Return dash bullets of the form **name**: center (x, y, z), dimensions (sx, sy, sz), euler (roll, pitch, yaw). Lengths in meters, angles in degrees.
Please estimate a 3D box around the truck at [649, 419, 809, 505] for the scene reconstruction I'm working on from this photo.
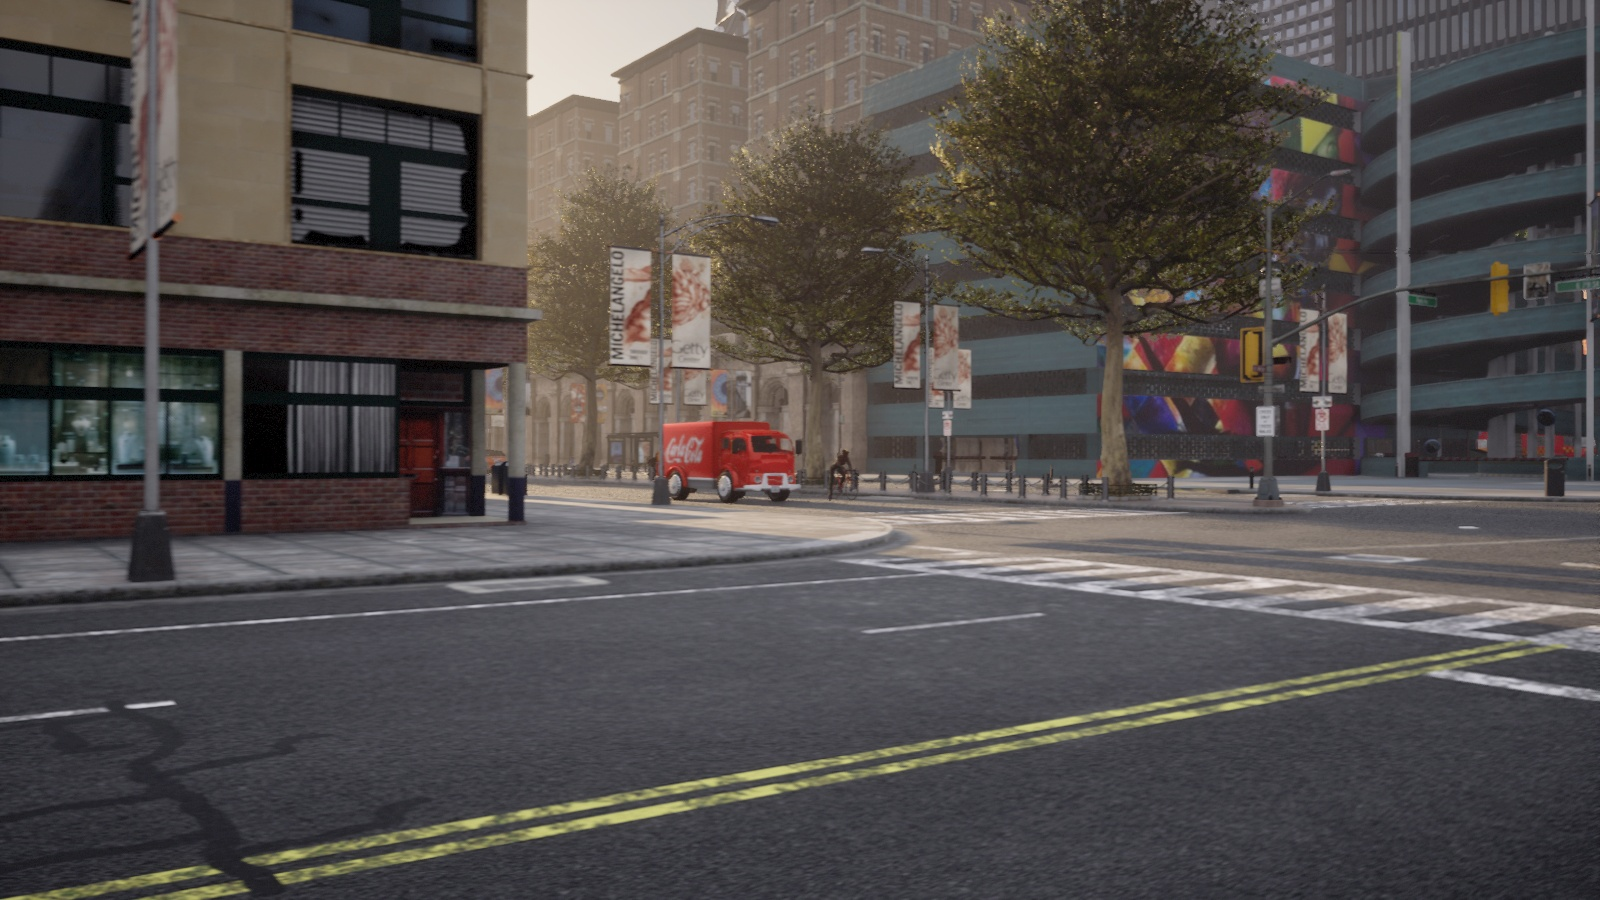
- **truck**: center (-2.290, 0.355, 39.108), dimensions (2.627, 2.467, 5.204), euler (0, 0, -35)

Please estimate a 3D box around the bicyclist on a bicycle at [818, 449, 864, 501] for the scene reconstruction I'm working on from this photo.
- **bicyclist on a bicycle**: center (1.302, 0.789, 40.169), dimensions (0.582, 1.620, 1.656), euler (0, 0, -35)

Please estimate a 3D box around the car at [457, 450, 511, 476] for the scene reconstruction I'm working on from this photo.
- **car**: center (-21.900, 0.858, 86.934), dimensions (2.097, 1.767, 4.553), euler (0, 0, -35)
